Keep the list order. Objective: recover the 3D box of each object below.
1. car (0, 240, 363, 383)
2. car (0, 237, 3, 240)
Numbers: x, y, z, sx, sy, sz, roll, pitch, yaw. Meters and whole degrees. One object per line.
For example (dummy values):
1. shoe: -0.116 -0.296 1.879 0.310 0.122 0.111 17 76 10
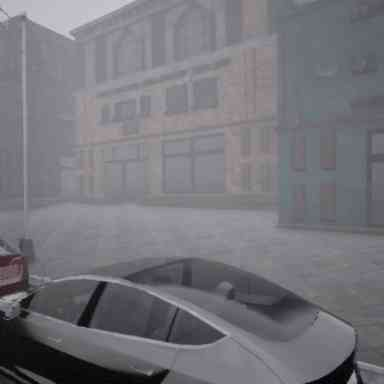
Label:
1. car: -0.728 1.504 3.830 4.792 1.488 2.163 0 0 35
2. car: -5.410 1.489 7.054 4.792 1.488 2.163 0 0 34
